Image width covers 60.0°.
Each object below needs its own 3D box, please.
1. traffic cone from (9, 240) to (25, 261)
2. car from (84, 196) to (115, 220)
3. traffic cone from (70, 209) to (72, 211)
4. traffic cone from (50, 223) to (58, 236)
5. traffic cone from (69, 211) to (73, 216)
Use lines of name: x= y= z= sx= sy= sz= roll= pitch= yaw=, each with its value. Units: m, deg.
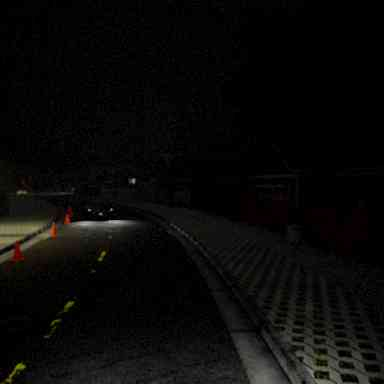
traffic cone: x=-5.269 y=1.749 z=10.038 sx=0.340 sy=0.580 sz=0.340 roll=0 pitch=1 yaw=-9
car: x=-6.437 y=1.054 z=23.010 sx=1.812 sy=1.442 sz=4.674 roll=0 pitch=1 yaw=-19
traffic cone: x=-8.776 y=1.461 z=24.125 sx=0.340 sy=0.580 sz=0.340 roll=0 pitch=1 yaw=-19
traffic cone: x=-6.146 y=1.652 z=14.803 sx=0.340 sy=0.580 sz=0.340 roll=0 pitch=1 yaw=-12
traffic cone: x=-7.316 y=1.556 z=19.504 sx=0.340 sy=0.580 sz=0.340 roll=0 pitch=1 yaw=-16
